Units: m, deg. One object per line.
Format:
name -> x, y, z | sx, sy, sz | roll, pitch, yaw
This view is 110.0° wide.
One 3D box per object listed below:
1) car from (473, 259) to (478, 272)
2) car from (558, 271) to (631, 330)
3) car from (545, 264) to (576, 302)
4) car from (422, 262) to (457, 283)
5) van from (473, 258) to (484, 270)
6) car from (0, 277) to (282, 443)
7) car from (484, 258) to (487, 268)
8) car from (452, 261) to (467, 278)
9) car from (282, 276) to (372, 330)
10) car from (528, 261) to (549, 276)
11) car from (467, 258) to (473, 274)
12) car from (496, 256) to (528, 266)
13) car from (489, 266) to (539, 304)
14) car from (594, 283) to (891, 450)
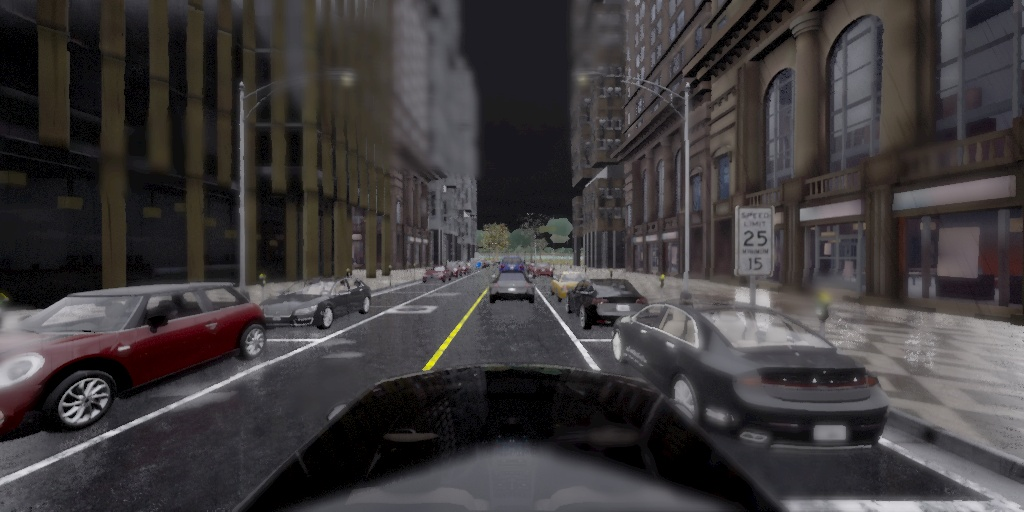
car -> -5.763, 1.396, 44.991 | 2.007, 1.370, 4.403 | 0, 0, 0
car -> 2.762, 1.317, 10.949 | 1.948, 1.339, 4.313 | 0, 0, 0
car -> 2.762, 1.283, 16.786 | 1.751, 1.417, 4.829 | 0, 0, 0
car -> -5.763, 1.364, 27.984 | 1.802, 1.307, 4.207 | 0, 0, 0
van -> -5.763, 1.237, 56.329 | 1.690, 1.789, 3.998 | 0, 0, 0
car -> -5.763, 1.188, 5.310 | 1.967, 1.591, 4.097 | 0, 0, 0
car -> -5.763, 1.506, 61.997 | 1.802, 1.307, 4.207 | 0, 0, 0
car -> -5.763, 1.240, 33.652 | 1.967, 1.591, 4.097 | 0, 0, 0
car -> -5.763, 1.301, 10.979 | 2.007, 1.370, 4.403 | 0, 0, 0
car -> 2.762, 1.241, 33.622 | 1.967, 1.591, 4.097 | 0, 0, 0
car -> -5.763, 1.262, 39.321 | 1.967, 1.591, 4.097 | 0, 0, 0
car -> 0.000, 1.052, 31.533 | 2.150, 2.045, 5.566 | 0, 0, 0
car -> 0.000, 1.331, 16.502 | 1.994, 1.385, 4.181 | 0, 0, 0
car -> 2.762, 1.299, 5.279 | 2.007, 1.370, 4.403 | 0, 0, 0
